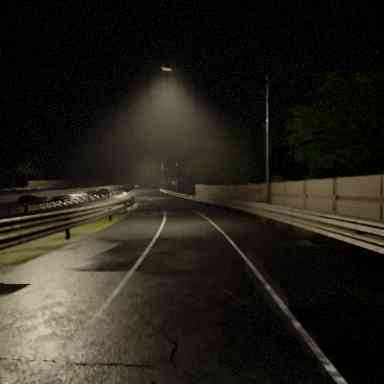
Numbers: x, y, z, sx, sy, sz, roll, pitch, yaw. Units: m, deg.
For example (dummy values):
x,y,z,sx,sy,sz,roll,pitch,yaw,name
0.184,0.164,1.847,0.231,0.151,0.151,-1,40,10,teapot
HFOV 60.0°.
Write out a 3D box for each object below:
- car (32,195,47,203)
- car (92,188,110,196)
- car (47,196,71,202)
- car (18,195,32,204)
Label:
x,y,z,sx,sy,sz,roll,pitch,yaw,name
-29.498,1.560,66.968,1.895,1.301,4.718,0,3,8,car
-23.384,0.382,86.531,1.837,1.490,4.892,0,3,8,car
-26.030,1.511,66.491,2.128,1.511,4.902,0,3,8,car
-32.975,1.300,67.357,2.097,1.767,4.553,0,3,8,car
